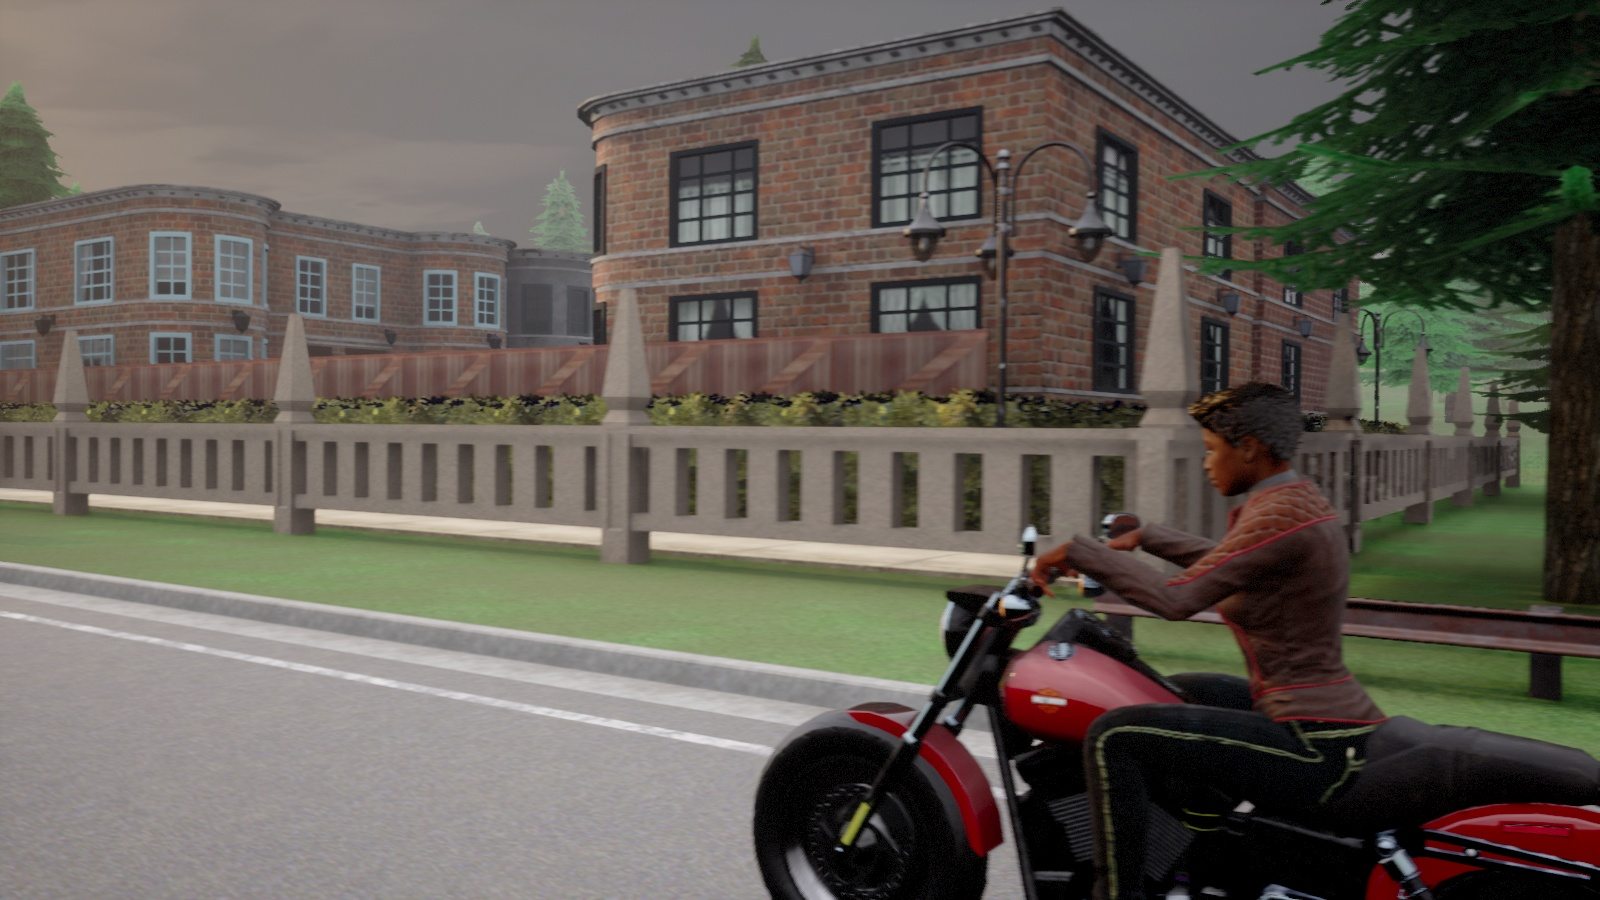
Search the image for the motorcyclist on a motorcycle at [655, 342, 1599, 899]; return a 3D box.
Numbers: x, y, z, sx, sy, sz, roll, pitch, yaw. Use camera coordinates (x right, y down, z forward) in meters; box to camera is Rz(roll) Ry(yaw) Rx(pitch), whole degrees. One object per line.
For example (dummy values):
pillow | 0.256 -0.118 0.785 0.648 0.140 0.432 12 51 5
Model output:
motorcyclist on a motorcycle | 0.809 0.632 3.084 2.350 1.649 0.766 0 1 34
